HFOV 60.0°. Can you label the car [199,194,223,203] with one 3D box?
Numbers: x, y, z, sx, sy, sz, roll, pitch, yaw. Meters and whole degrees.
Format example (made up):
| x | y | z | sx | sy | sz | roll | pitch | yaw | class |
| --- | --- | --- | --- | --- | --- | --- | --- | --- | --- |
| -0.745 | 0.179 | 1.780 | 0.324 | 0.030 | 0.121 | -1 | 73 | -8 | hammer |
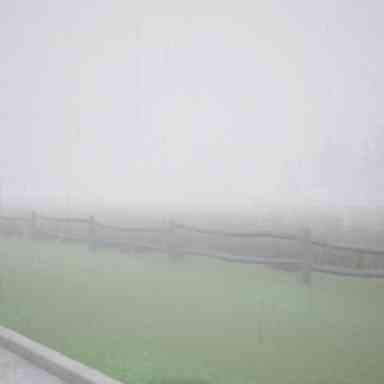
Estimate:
| x | y | z | sx | sy | sz | roll | pitch | yaw | class |
| --- | --- | --- | --- | --- | --- | --- | --- | --- | --- |
| 3.668 | 1.293 | 63.433 | 4.605 | 1.855 | 1.932 | 0 | 0 | 35 | car |
